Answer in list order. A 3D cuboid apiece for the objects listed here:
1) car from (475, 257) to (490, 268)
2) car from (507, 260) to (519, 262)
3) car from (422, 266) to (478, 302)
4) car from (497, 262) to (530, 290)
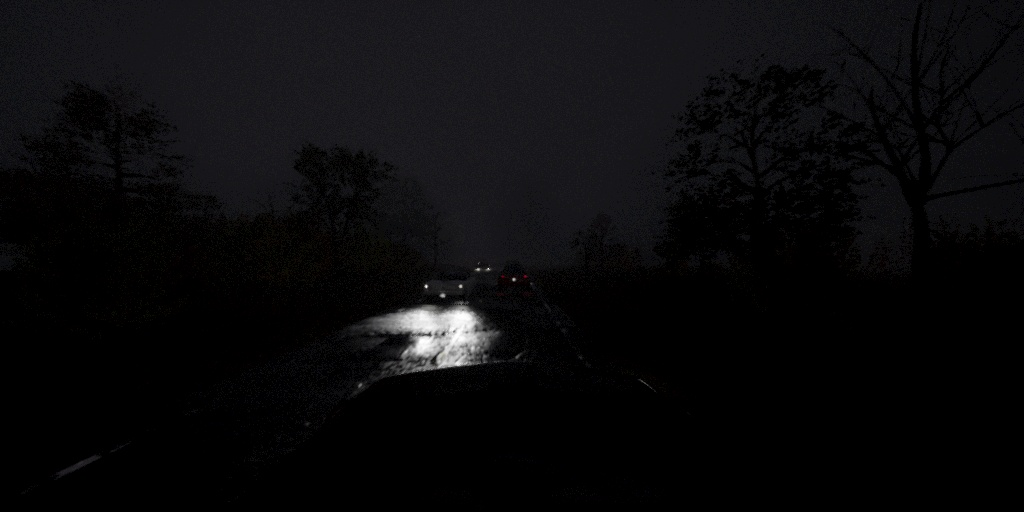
[{"bbox_3d":[-4.810,1.005,57.779,2.097,1.767,4.553,0,0,-12],"label":"car"},{"bbox_3d":[0.077,1.222,38.784,1.837,1.490,4.892,0,0,-1],"label":"car"},{"bbox_3d":[-2.847,1.341,17.026,1.895,1.301,4.718,0,0,0],"label":"car"},{"bbox_3d":[0.109,1.302,22.494,1.994,1.385,4.181,0,0,0],"label":"car"}]
